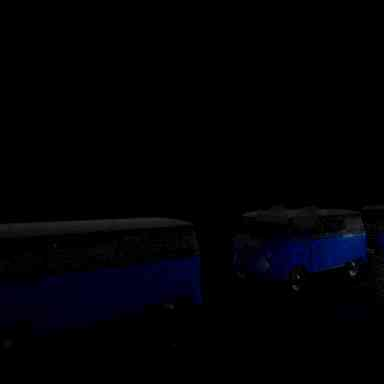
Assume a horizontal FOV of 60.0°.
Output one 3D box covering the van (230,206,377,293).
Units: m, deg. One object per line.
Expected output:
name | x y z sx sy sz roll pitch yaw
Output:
van | 2.812 1.339 8.548 3.998 1.788 1.690 0 -1 -35

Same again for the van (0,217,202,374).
van | -1.738 1.341 5.307 3.998 1.788 1.690 0 -1 -35

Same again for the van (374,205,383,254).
van | 7.361 1.336 11.789 3.998 1.788 1.690 0 -1 -35
